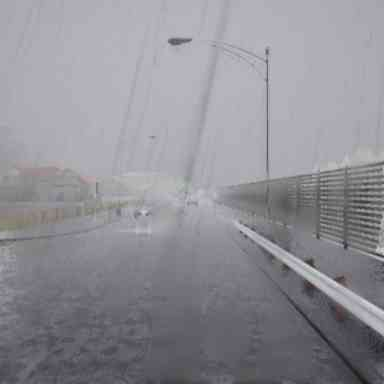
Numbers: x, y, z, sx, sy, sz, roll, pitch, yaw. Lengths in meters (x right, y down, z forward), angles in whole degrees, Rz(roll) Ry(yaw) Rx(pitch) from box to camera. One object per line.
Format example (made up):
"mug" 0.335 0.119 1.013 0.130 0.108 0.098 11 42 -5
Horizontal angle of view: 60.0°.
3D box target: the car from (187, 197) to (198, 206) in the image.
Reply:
"car" 0.097 1.657 57.502 2.128 1.511 4.902 0 0 0

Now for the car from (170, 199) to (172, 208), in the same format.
"car" -4.071 1.625 51.054 1.882 1.535 5.008 0 0 0

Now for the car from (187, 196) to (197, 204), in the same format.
"car" -0.006 1.673 67.801 1.882 1.535 5.008 0 0 0

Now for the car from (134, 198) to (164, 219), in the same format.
"car" -4.100 1.580 30.663 2.128 1.511 4.902 0 0 0

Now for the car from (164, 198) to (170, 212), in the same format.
"car" -4.096 1.681 40.600 1.994 1.385 4.181 0 0 0
